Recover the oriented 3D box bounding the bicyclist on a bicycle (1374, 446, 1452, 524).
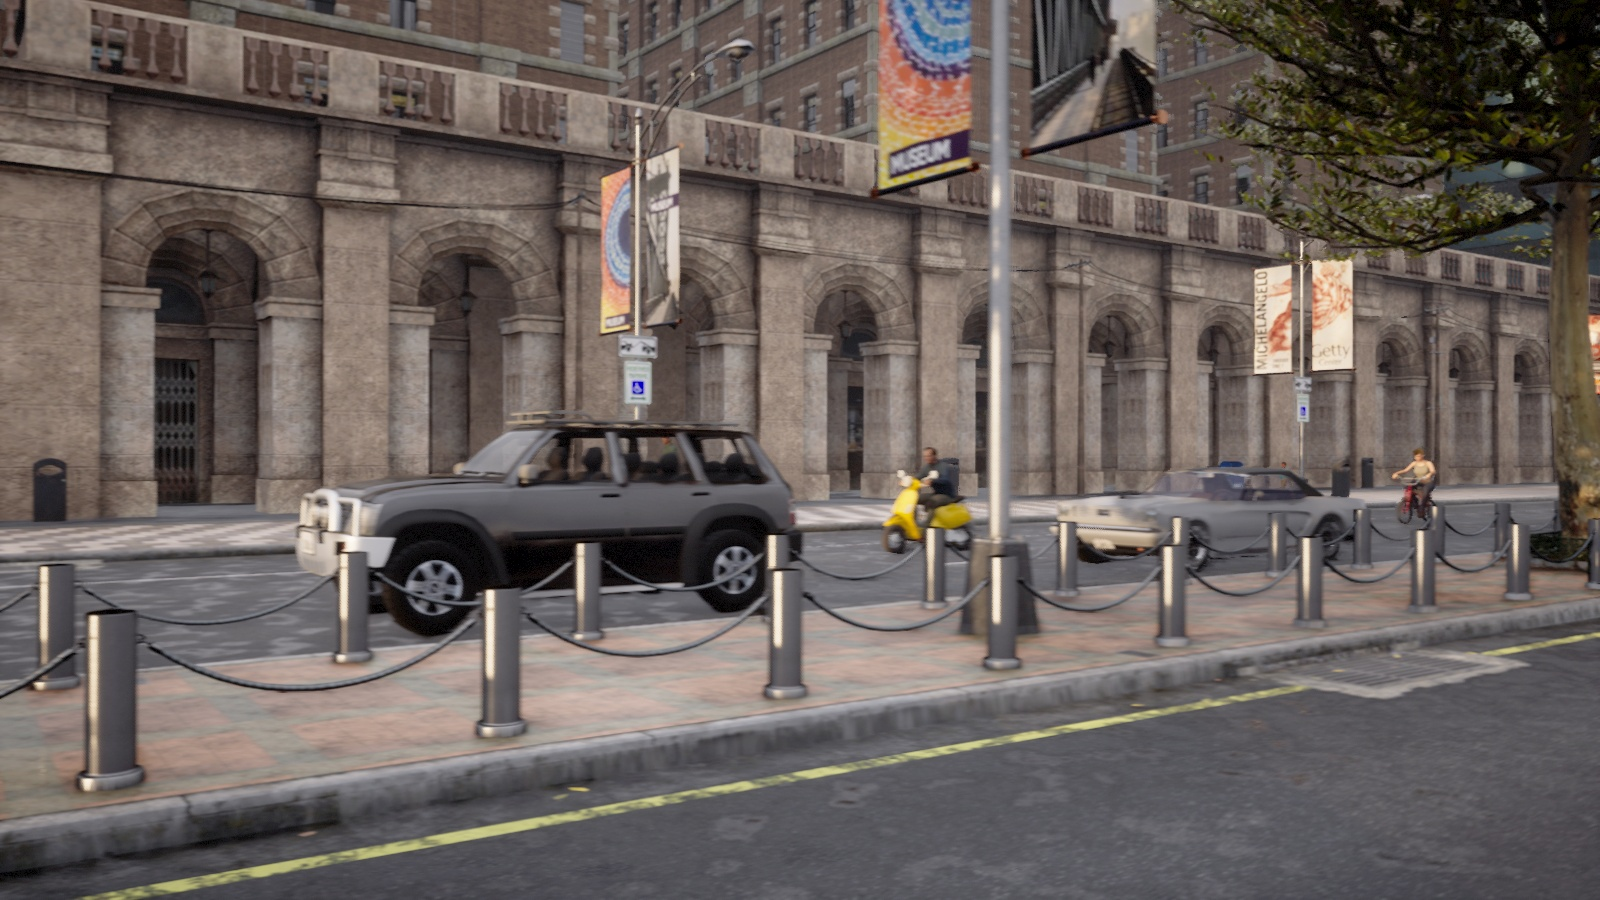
[{"bbox_3d":[13.073,0.719,26.776,1.509,1.612,0.866,0,0,-35],"label":"bicyclist on a bicycle"}]

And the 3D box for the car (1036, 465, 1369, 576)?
[{"bbox_3d":[5.625,0.876,17.321,4.718,1.301,1.895,0,0,-35],"label":"car"}]

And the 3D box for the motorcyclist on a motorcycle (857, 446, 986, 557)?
[{"bbox_3d":[1.841,0.741,18.952,1.817,1.590,0.866,0,0,-35],"label":"motorcyclist on a motorcycle"}]

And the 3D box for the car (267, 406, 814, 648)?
[{"bbox_3d":[-2.321,0.595,11.718,4.605,1.855,1.932,0,0,-34],"label":"car"}]

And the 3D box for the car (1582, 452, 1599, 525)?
[{"bbox_3d":[18.192,0.784,26.068,4.193,1.474,1.816,0,0,-35],"label":"car"}]
